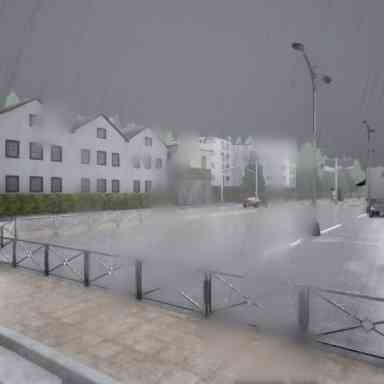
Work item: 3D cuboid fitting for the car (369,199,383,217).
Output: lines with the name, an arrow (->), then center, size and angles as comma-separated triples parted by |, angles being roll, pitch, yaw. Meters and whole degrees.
car -> 15.516, 1.298, 26.748 | 2.007, 1.523, 4.514 | 0, 0, 35

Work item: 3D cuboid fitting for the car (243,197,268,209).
car -> 8.138, 1.334, 42.783 | 1.812, 1.442, 4.674 | 0, 0, 36
